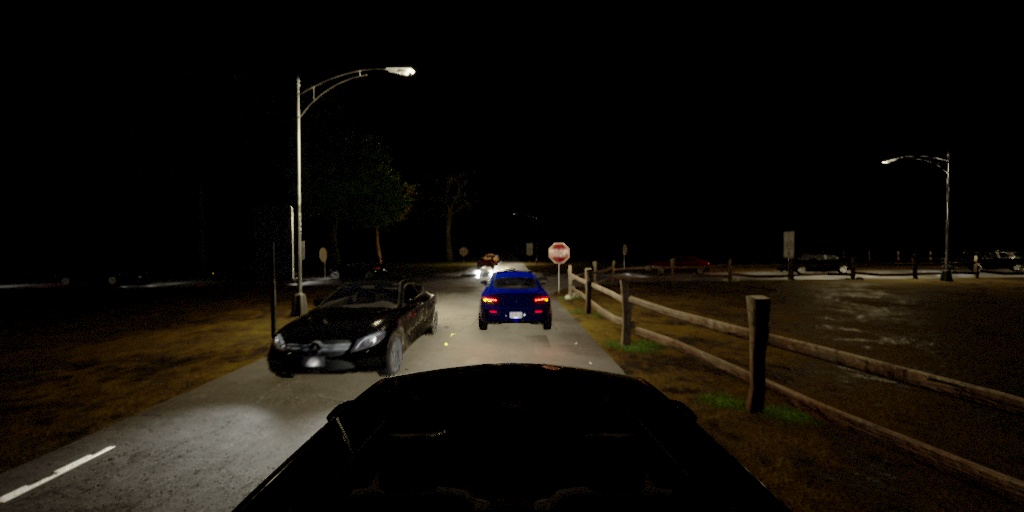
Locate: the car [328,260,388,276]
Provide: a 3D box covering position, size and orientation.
[{"bbox_3d":[-11.514,1.005,26.909,4.181,1.385,1.994,0,2,7],"label":"car"}]

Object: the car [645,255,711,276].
[{"bbox_3d":[12.556,0.682,27.234,4.674,1.442,1.812,-1,2,2],"label":"car"}]

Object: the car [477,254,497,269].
[{"bbox_3d":[-2.893,0.740,39.930,1.895,1.301,4.718,0,1,-1],"label":"car"}]

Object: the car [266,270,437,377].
[{"bbox_3d":[-2.763,1.182,7.319,1.812,1.442,4.674,0,1,0],"label":"car"}]

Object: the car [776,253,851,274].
[{"bbox_3d":[22.816,0.515,27.160,5.008,1.535,1.882,-1,2,1],"label":"car"}]

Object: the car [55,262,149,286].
[{"bbox_3d":[-27.777,1.174,24.390,5.008,1.535,1.882,-1,2,0],"label":"car"}]

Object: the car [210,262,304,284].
[{"bbox_3d":[-17.281,1.126,24.381,5.357,1.411,2.033,-1,2,0],"label":"car"}]

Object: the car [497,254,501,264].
[{"bbox_3d":[-2.947,0.483,49.282,1.882,1.535,5.008,0,1,0],"label":"car"}]

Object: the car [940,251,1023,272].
[{"bbox_3d":[35.550,0.392,27.101,4.892,1.490,1.837,0,2,0],"label":"car"}]

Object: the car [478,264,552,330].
[{"bbox_3d":[0.054,1.132,10.371,1.812,1.442,4.674,0,1,-1],"label":"car"}]
